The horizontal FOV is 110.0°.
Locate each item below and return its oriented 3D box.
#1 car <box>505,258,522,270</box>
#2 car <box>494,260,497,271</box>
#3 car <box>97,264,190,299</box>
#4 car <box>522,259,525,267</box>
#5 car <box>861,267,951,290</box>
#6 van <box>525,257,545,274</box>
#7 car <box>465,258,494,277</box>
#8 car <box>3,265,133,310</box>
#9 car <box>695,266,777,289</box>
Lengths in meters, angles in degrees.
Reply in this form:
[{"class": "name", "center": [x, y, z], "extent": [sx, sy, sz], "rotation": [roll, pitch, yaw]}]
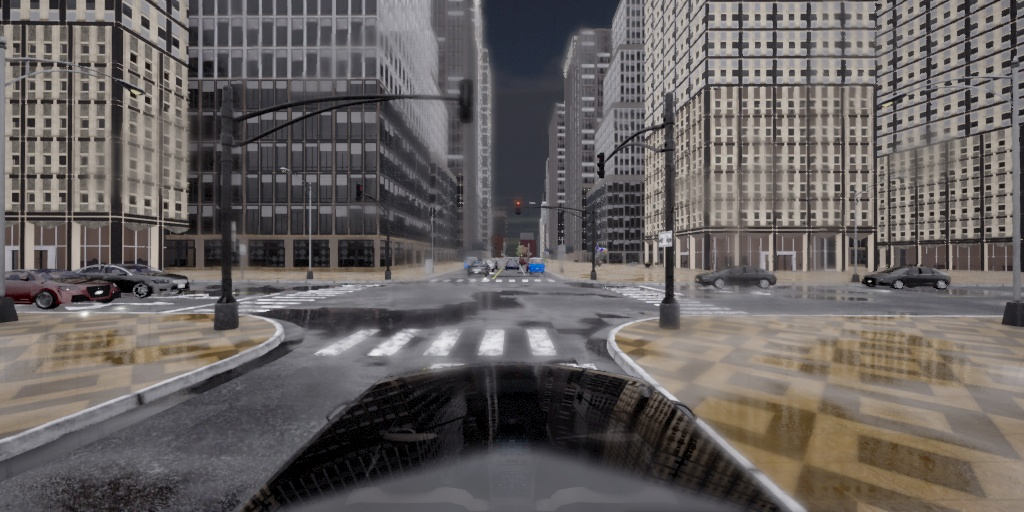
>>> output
[{"class": "car", "center": [0.036, 1.314, 53.626], "extent": [1.994, 1.385, 4.181], "rotation": [0, 0, 0]}, {"class": "car", "center": [-3.191, 1.275, 45.797], "extent": [1.812, 1.442, 4.674], "rotation": [0, 0, 0]}, {"class": "car", "center": [-17.809, 1.109, 16.606], "extent": [4.902, 1.511, 2.128], "rotation": [0, 0, -1]}, {"class": "car", "center": [2.618, 1.295, 45.327], "extent": [1.888, 1.381, 4.507], "rotation": [0, 0, 0]}, {"class": "car", "center": [26.552, 1.471, 24.235], "extent": [4.892, 1.490, 1.837], "rotation": [0, 0, -1]}, {"class": "van", "center": [2.687, 1.090, 39.789], "extent": [1.690, 1.789, 3.998], "rotation": [0, 0, 0]}, {"class": "car", "center": [-3.231, 1.241, 35.622], "extent": [2.128, 1.511, 4.902], "rotation": [0, 0, 0]}, {"class": "car", "center": [-17.424, 1.169, 13.362], "extent": [4.181, 1.385, 1.994], "rotation": [0, 0, -1]}, {"class": "car", "center": [14.869, 1.396, 23.953], "extent": [4.892, 1.490, 1.837], "rotation": [0, 0, 1]}]
